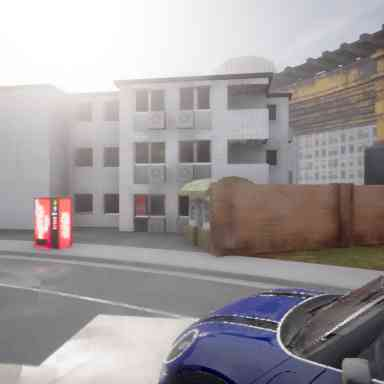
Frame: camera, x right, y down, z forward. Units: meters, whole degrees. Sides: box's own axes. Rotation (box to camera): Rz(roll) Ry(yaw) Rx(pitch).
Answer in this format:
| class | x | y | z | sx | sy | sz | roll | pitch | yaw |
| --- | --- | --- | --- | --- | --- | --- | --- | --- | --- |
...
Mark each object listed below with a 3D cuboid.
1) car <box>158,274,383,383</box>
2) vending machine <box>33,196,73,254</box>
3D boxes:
| class | x | y | z | sx | sy | sz | roll | pitch | yaw |
| --- | --- | --- | --- | --- | --- | --- | --- | --- | --- |
| car | 1.877 | 1.351 | 2.399 | 4.553 | 1.767 | 2.097 | 0 | 0 | 37 |
| vending machine | -5.283 | 1.195 | 12.694 | 0.880 | 2.100 | 1.100 | 0 | 0 | 18 |
